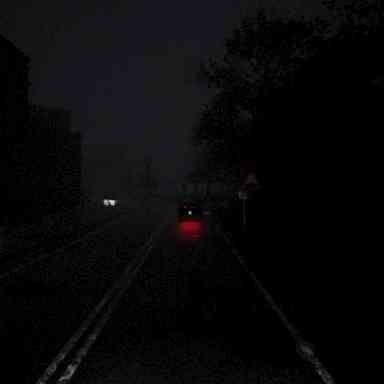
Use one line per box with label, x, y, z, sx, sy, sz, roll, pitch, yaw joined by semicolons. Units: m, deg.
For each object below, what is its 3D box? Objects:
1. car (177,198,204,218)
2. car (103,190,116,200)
car;-0.149;1.220;26.569;1.837;1.490;4.892;0;1;0
car;-13.919;0.505;55.824;2.128;1.511;4.902;0;1;-20
